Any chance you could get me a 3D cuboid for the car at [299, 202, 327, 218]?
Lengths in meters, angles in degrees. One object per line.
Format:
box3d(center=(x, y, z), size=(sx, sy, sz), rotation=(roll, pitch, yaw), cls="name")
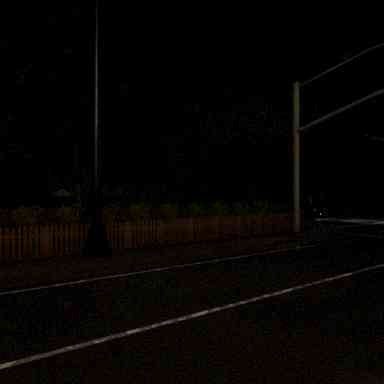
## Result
box3d(center=(9.856, 1.601, 30.557), size=(1.895, 1.301, 4.718), rotation=(0, 0, -35), cls="car")
